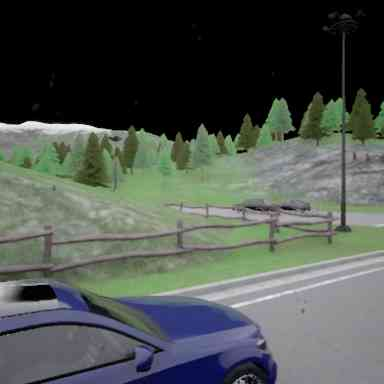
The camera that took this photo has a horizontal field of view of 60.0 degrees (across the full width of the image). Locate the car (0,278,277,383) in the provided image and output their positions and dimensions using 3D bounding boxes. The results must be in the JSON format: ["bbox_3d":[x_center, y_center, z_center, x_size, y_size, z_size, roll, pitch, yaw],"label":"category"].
[{"bbox_3d":[-1.323,1.528,2.823,4.674,1.442,1.812,0,0,-35],"label":"car"}]

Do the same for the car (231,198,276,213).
[{"bbox_3d":[6.683,1.506,37.585,4.553,1.767,2.097,0,0,33],"label":"car"}]

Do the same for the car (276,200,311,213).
[{"bbox_3d":[11.259,1.668,38.757,4.902,1.511,2.128,0,0,35],"label":"car"}]
